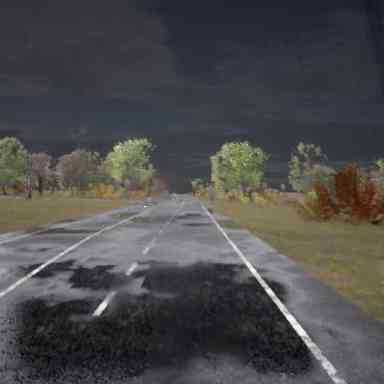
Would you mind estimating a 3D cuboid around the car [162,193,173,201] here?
[{"bbox_3d":[-7.124,1.309,92.252,2.150,2.045,5.566,0,0,0],"label":"car"}]

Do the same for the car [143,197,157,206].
[{"bbox_3d":[-7.046,1.556,56.637,1.812,1.442,4.674,0,0,0],"label":"car"}]
